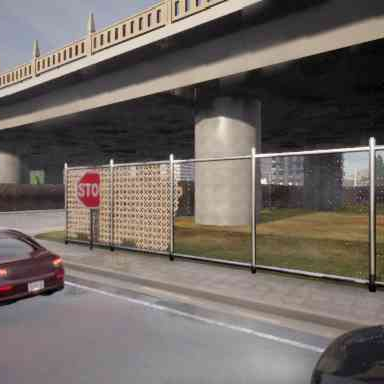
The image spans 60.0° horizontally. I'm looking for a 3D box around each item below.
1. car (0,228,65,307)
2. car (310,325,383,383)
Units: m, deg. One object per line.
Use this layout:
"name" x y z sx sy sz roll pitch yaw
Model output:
"car" -4.681 1.526 7.325 4.674 1.442 1.812 0 0 35
"car" 3.158 1.503 1.742 4.892 1.490 1.837 -1 0 35
